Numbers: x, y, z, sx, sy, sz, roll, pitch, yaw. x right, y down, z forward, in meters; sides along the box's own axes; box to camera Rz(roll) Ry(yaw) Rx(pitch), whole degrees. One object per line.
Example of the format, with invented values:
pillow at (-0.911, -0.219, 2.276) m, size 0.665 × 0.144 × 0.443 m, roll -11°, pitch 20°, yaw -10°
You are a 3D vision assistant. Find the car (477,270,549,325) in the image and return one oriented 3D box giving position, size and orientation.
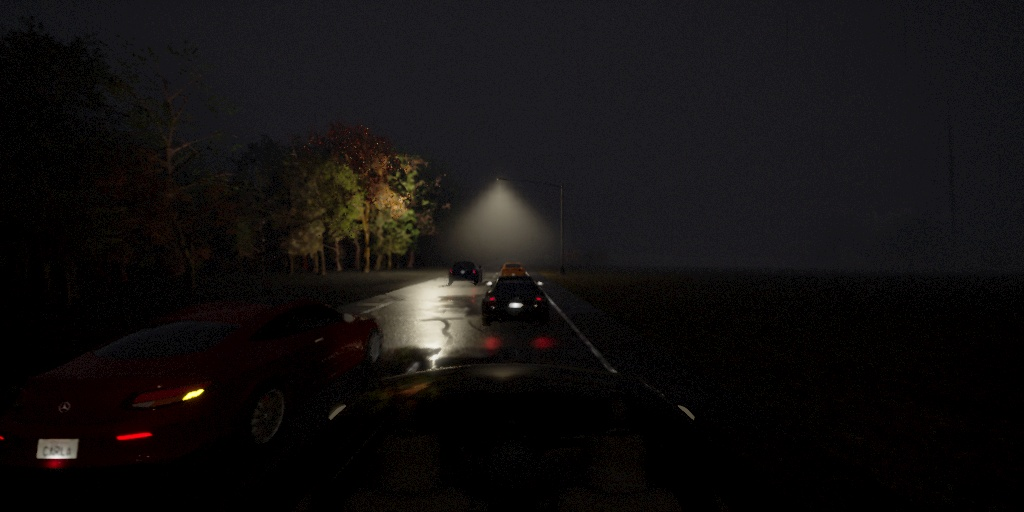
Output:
car at (0.097, 1.330, 11.875) m, size 1.994 × 1.385 × 4.181 m, roll 0°, pitch 0°, yaw 0°

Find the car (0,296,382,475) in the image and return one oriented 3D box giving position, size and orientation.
car at (-3.408, 1.281, 4.995) m, size 1.812 × 1.442 × 4.674 m, roll 0°, pitch 0°, yaw 0°

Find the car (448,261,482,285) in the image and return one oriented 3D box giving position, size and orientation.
car at (-3.403, 1.137, 26.915) m, size 2.097 × 1.767 × 4.553 m, roll 0°, pitch 0°, yaw 0°

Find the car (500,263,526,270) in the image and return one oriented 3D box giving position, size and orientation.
car at (0.098, 1.265, 28.808) m, size 1.882 × 1.535 × 5.008 m, roll 0°, pitch 0°, yaw 0°
